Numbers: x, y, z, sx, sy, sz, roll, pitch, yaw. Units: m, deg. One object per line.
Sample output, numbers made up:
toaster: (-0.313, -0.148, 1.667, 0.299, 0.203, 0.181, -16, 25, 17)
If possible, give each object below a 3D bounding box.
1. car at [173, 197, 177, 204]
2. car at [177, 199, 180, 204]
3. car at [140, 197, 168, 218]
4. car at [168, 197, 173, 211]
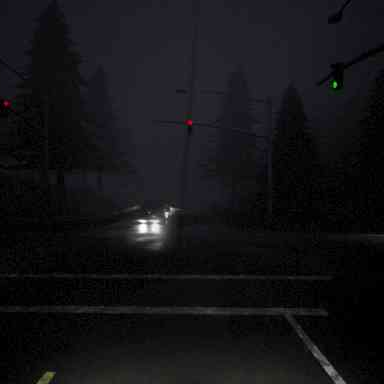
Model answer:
car: (-3.937, 1.491, 50.429, 2.128, 1.511, 4.902, 0, 0, -7)
car: (-4.099, 1.564, 61.619, 1.994, 1.385, 4.181, 0, 0, -39)
car: (-3.653, 1.491, 30.775, 2.128, 1.511, 4.902, 0, 0, 0)
car: (-3.648, 1.478, 40.278, 1.882, 1.535, 5.008, 0, 0, 0)
